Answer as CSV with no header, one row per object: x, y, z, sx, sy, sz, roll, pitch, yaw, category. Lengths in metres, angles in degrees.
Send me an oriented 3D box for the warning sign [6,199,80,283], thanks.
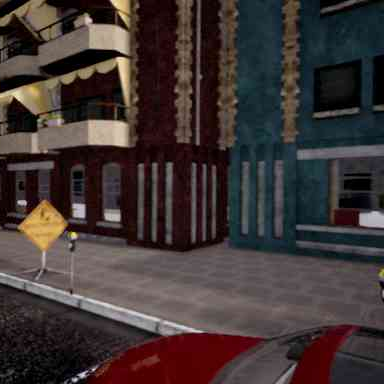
-3.697,1.117,8.287,1.060,1.860,1.300,1,0,35,warning sign

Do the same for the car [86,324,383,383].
0.991,1.581,2.012,4.206,1.307,1.802,0,1,35,car
